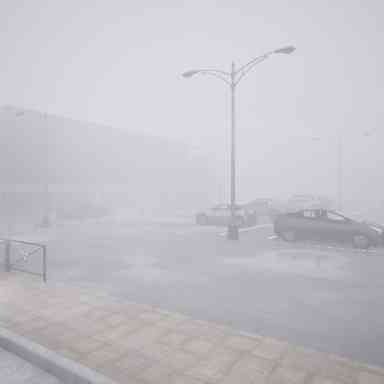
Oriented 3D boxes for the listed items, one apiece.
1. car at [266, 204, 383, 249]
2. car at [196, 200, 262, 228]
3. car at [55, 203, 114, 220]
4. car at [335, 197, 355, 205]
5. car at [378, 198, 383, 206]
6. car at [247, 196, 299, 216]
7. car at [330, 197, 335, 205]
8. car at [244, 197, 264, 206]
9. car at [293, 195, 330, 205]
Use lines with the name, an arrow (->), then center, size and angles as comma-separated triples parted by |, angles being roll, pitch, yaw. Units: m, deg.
car -> 5.832, 1.490, 14.331 | 4.514, 1.523, 2.007 | 0, 0, 35
car -> 2.152, 1.424, 21.371 | 3.806, 1.475, 1.970 | 0, 0, 35
car -> -9.464, 1.724, 29.867 | 2.033, 1.411, 5.357 | 0, 0, 35
car -> 24.976, 1.565, 55.076 | 3.633, 1.501, 1.845 | 0, 0, 35
car -> 29.351, 1.576, 48.383 | 3.806, 1.475, 1.970 | 0, 0, 35
car -> 5.563, 1.345, 26.817 | 5.027, 1.636, 2.152 | 0, 0, 35
car -> 14.218, 1.289, 39.922 | 4.605, 1.855, 1.932 | 0, 0, 35
car -> 11.065, 1.702, 59.236 | 1.812, 1.442, 4.674 | 0, 0, 35
car -> 12.892, 1.269, 37.304 | 3.866, 1.878, 1.905 | 0, 0, 35
